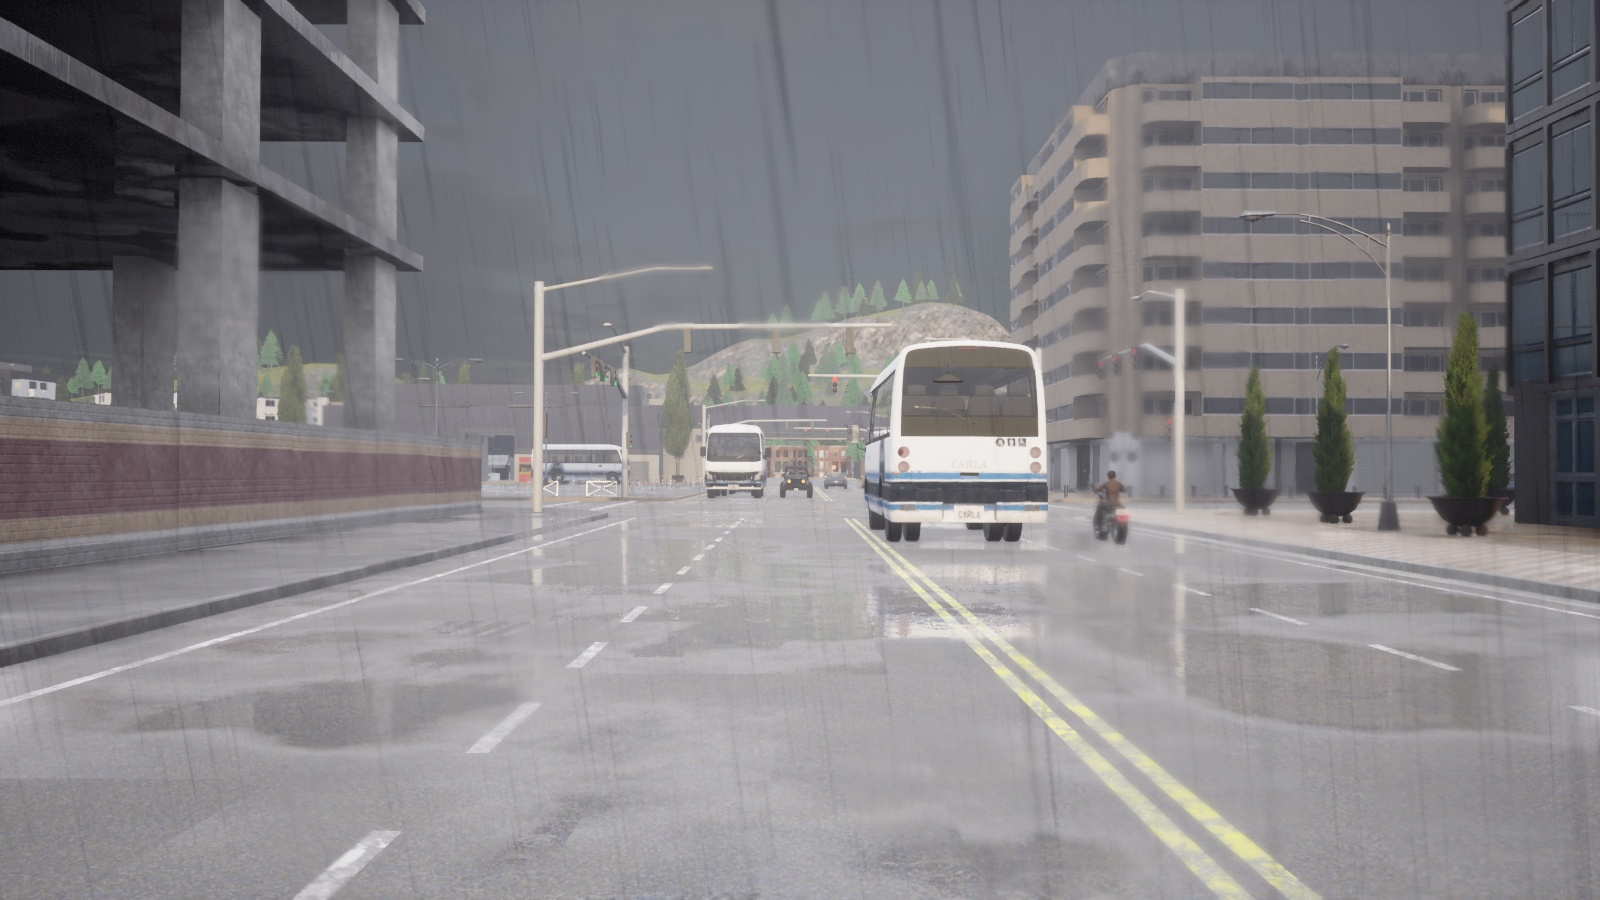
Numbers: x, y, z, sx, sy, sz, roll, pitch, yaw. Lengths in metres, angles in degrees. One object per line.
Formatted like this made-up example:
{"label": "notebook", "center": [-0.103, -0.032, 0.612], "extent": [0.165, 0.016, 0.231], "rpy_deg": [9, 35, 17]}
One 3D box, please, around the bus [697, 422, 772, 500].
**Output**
{"label": "bus", "center": [-3.709, 0.698, 74.342], "extent": [3.944, 4.253, 10.273], "rpy_deg": [0, -1, 0]}

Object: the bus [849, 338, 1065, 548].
{"label": "bus", "center": [3.410, -0.060, 30.769], "extent": [3.944, 4.253, 10.273], "rpy_deg": [0, -1, 0]}

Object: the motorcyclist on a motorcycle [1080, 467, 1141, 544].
{"label": "motorcyclist on a motorcycle", "center": [6.925, 1.208, 28.106], "extent": [0.766, 1.649, 2.350], "rpy_deg": [0, -1, 0]}

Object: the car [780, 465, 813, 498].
{"label": "car", "center": [-0.204, 1.853, 74.108], "extent": [1.905, 1.878, 3.866], "rpy_deg": [0, -1, 0]}
